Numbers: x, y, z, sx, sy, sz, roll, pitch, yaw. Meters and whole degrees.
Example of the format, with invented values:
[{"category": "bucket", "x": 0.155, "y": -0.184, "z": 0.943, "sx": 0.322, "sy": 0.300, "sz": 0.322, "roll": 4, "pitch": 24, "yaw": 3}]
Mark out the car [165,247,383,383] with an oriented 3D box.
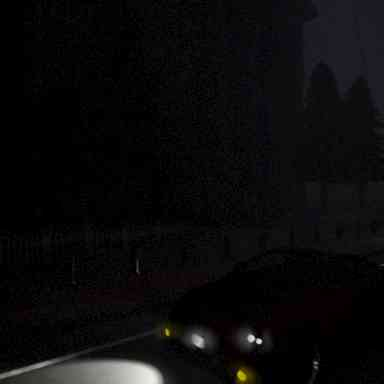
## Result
[{"category": "car", "x": 1.665, "y": 1.618, "z": 5.240, "sx": 4.181, "sy": 1.385, "sz": 1.994, "roll": 0, "pitch": -1, "yaw": -37}]
